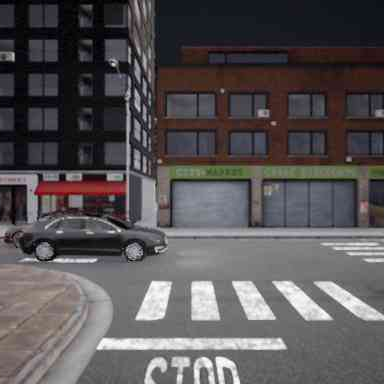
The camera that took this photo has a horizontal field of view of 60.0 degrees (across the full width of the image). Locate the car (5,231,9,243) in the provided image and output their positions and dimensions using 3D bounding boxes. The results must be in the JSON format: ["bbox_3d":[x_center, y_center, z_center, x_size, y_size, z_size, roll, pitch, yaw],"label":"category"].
[{"bbox_3d":[-5.705,1.606,14.448,4.181,1.385,1.994,0,-1,0],"label":"car"}]

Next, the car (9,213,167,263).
[{"bbox_3d":[-3.299,1.520,11.492,4.892,1.490,1.837,0,0,0],"label":"car"}]
